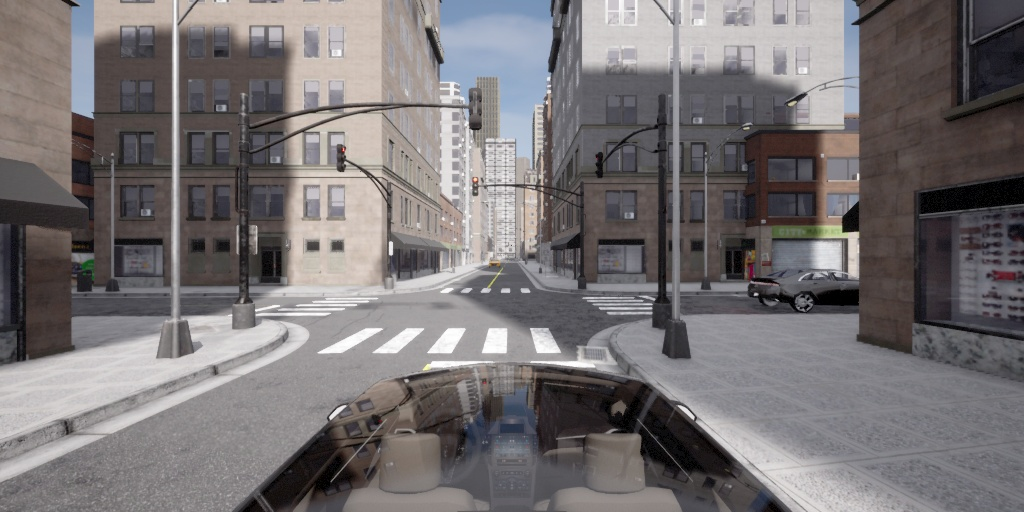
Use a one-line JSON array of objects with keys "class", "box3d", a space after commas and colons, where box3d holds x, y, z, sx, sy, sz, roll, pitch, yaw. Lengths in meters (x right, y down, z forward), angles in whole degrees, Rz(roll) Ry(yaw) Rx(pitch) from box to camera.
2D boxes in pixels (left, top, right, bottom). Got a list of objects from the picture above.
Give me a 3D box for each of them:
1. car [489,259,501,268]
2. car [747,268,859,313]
[{"class": "car", "box3d": [-2.998, 1.208, 62.909, 1.882, 1.535, 5.008, 0, 0, 0]}, {"class": "car", "box3d": [11.427, 1.209, 13.225, 4.902, 1.511, 2.128, 0, 0, 0]}]
